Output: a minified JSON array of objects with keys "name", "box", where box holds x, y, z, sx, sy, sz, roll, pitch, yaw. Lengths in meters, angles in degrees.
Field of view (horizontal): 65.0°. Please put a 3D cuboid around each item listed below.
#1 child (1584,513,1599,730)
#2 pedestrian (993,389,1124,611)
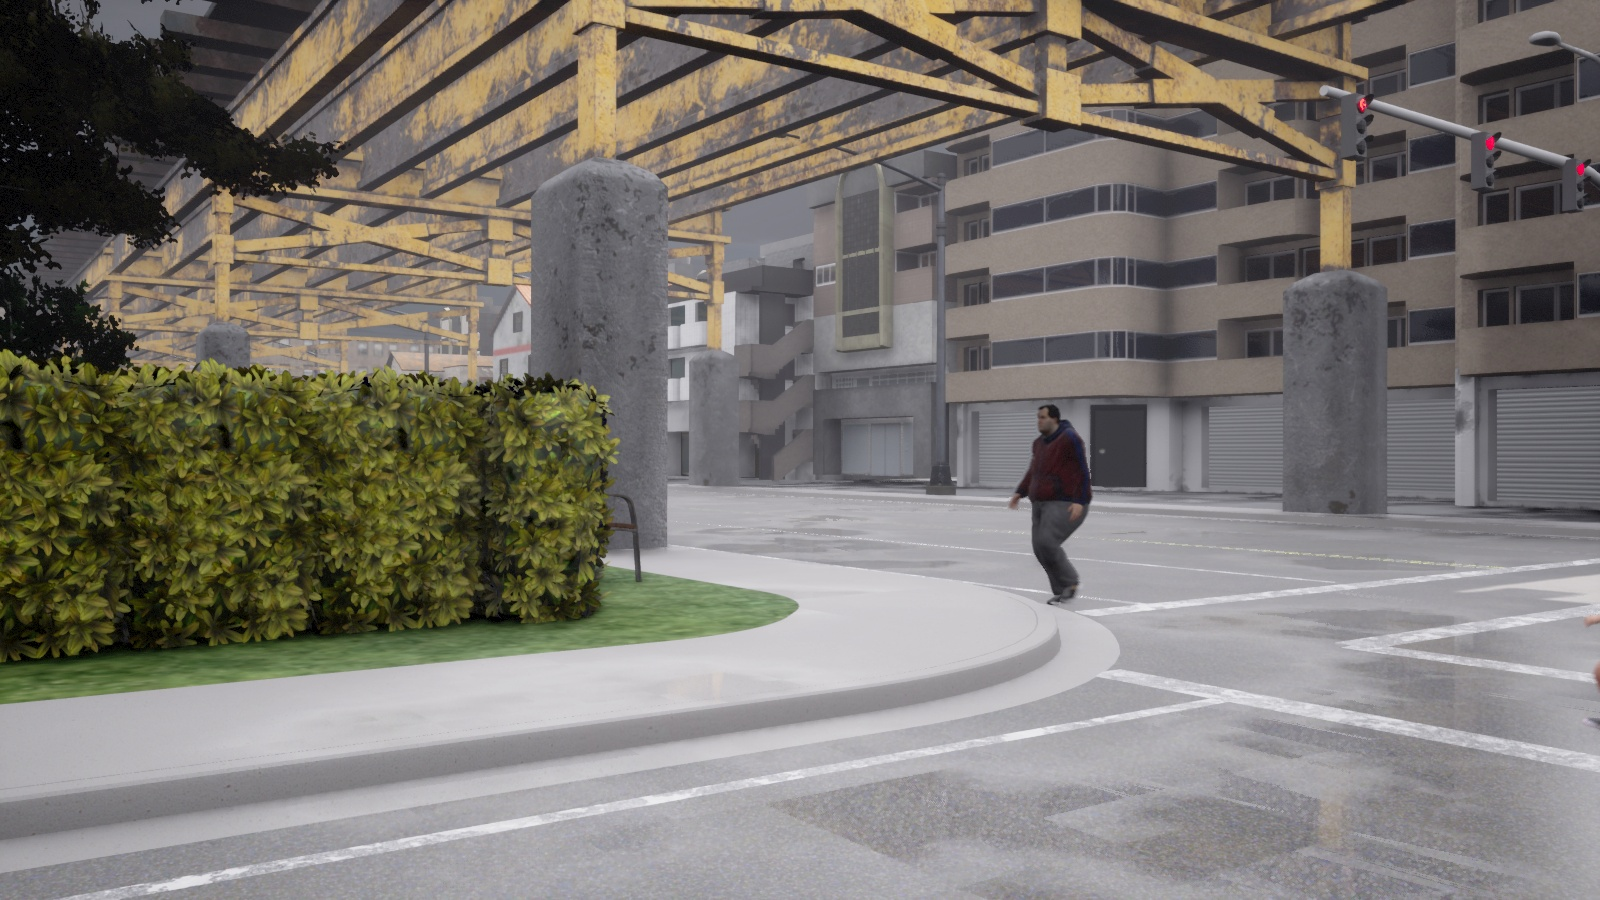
[{"name":"child","box":[4.324,0.891,6.528,0.394,1.110,0.255,0,0,27]},{"name":"pedestrian","box":[2.231,0.414,10.864,0.899,1.844,0.634,0,0,-24]}]
